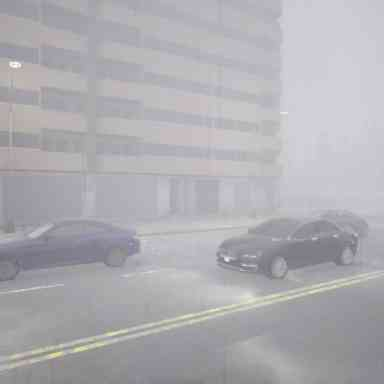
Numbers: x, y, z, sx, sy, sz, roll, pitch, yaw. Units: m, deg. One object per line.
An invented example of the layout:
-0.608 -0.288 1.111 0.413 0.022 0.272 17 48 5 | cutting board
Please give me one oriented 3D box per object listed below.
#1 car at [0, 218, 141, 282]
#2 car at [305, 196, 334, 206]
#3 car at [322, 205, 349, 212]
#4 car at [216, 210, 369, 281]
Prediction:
-3.805 1.526 9.833 4.674 1.442 1.812 0 0 -32 | car
20.806 1.449 54.508 1.837 1.490 4.892 0 0 -31 | car
6.865 1.564 16.552 4.181 1.385 1.994 0 0 -32 | car
2.968 1.504 9.967 4.892 1.490 1.837 0 0 -32 | car
